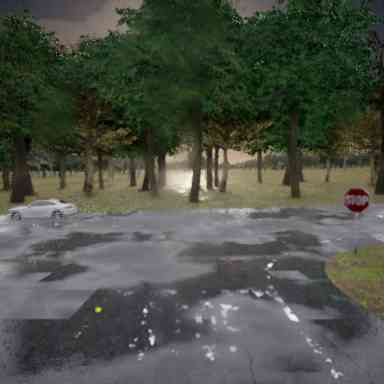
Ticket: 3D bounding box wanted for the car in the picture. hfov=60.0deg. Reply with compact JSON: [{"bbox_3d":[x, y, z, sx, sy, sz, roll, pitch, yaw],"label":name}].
[{"bbox_3d":[-10.643,1.223,23.875,4.674,1.442,1.812,-2,4,0],"label":"car"}]
